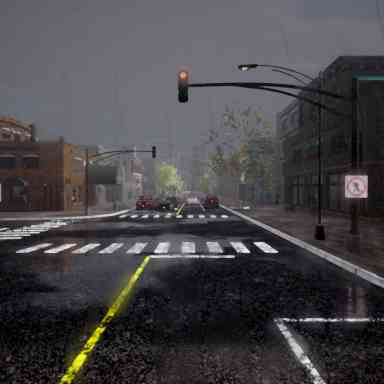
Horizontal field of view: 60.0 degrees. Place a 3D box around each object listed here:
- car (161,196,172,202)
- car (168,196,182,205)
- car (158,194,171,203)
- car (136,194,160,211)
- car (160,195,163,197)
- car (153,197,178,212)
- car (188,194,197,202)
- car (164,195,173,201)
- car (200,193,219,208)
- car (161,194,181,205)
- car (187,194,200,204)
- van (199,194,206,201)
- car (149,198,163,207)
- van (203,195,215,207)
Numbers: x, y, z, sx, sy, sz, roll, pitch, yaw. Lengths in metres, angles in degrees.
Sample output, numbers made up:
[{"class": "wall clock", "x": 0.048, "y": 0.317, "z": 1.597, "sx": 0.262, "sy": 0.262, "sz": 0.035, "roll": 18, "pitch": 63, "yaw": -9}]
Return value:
[{"class": "car", "x": -5.672, "y": 1.548, "z": 74.673, "sx": 1.947, "sy": 1.339, "sz": 4.313, "roll": -1, "pitch": 0, "yaw": 0}, {"class": "car", "x": -2.986, "y": 1.478, "z": 58.791, "sx": 2.128, "sy": 1.511, "sz": 4.902, "roll": 0, "pitch": 0, "yaw": 0}, {"class": "car", "x": -5.675, "y": 1.299, "z": 69.129, "sx": 2.192, "sy": 1.841, "sz": 5.009, "roll": -1, "pitch": 0, "yaw": 0}, {"class": "car", "x": -5.683, "y": 1.306, "z": 41.409, "sx": 2.192, "sy": 1.841, "sz": 5.009, "roll": -1, "pitch": 0, "yaw": 0}, {"class": "car", "x": -5.680, "y": 1.534, "z": 46.953, "sx": 1.887, "sy": 1.381, "sz": 4.507, "roll": -1, "pitch": 0, "yaw": 0}, {"class": "car", "x": -3.084, "y": 1.556, "z": 38.861, "sx": 1.994, "sy": 1.385, "sz": 4.181, "roll": 0, "pitch": 0, "yaw": 0}, {"class": "car", "x": 0.022, "y": 1.336, "z": 79.272, "sx": 2.097, "sy": 1.767, "sz": 4.553, "roll": 0, "pitch": 0, "yaw": 0}, {"class": "car", "x": -5.670, "y": 1.525, "z": 80.217, "sx": 1.887, "sy": 1.381, "sz": 4.507, "roll": -1, "pitch": 0, "yaw": 0}, {"class": "car", "x": 2.699, "y": 1.305, "z": 46.951, "sx": 2.192, "sy": 1.841, "sz": 5.009, "roll": -1, "pitch": 0, "yaw": 0}, {"class": "car", "x": -3.055, "y": 1.467, "z": 48.661, "sx": 1.882, "sy": 1.535, "sz": 5.008, "roll": 0, "pitch": 0, "yaw": 0}, {"class": "car", "x": 0.117, "y": 1.512, "z": 60.567, "sx": 1.812, "sy": 1.442, "sz": 4.674, "roll": 0, "pitch": 0, "yaw": 0}, {"class": "van", "x": 2.710, "y": 1.320, "z": 85.759, "sx": 1.690, "sy": 1.788, "sz": 3.998, "roll": -1, "pitch": 0, "yaw": 0}, {"class": "car", "x": -5.678, "y": 1.570, "z": 52.497, "sx": 1.802, "sy": 1.307, "sz": 4.206, "roll": -1, "pitch": 0, "yaw": 0}, {"class": "van", "x": 2.701, "y": 1.329, "z": 52.495, "sx": 1.690, "sy": 1.788, "sz": 3.998, "roll": -1, "pitch": 0, "yaw": 0}]
